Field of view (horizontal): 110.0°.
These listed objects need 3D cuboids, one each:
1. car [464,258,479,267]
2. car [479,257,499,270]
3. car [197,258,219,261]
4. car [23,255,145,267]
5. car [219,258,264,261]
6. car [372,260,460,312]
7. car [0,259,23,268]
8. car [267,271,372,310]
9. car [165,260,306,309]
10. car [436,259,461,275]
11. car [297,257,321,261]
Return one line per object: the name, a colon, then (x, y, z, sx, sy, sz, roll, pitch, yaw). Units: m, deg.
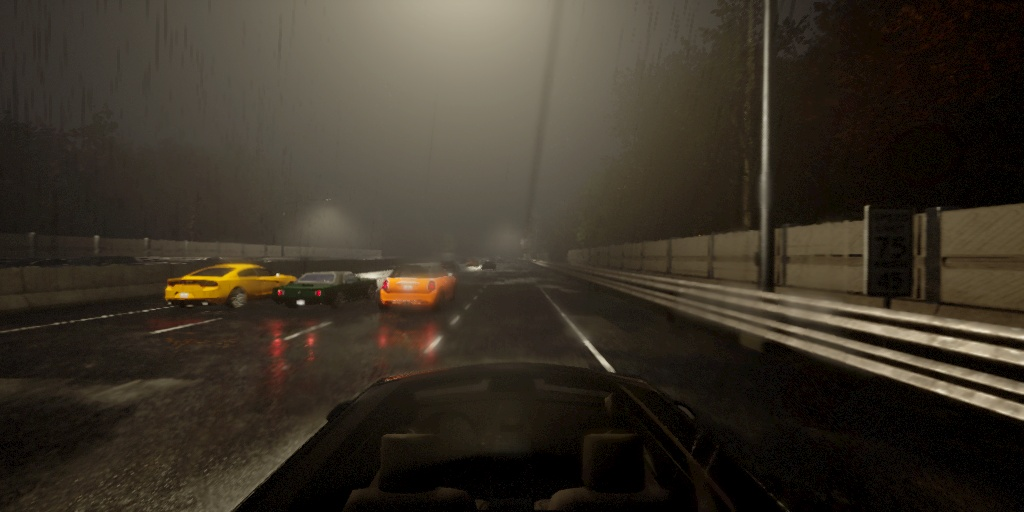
car: (-6.840, 1.137, 63.562, 1.882, 1.535, 5.008, 1, 0, 0)
car: (-3.369, 1.271, 53.309, 1.994, 1.385, 4.181, 1, 0, 0)
car: (-31.442, 0.869, 37.239, 1.994, 1.385, 4.181, 1, 0, 1)
car: (-24.525, 0.753, 21.152, 2.097, 1.767, 4.553, 1, 0, 0)
car: (-27.923, 0.903, 38.494, 2.033, 1.411, 5.357, 1, 0, 2)
car: (-3.473, 1.053, 14.121, 2.097, 1.767, 4.553, 1, 0, 0)
car: (-28.024, 0.859, 21.108, 1.837, 1.490, 4.892, 1, -1, 0)
car: (-6.977, 1.253, 14.074, 1.895, 1.301, 4.718, 1, 0, 0)
car: (-10.474, 1.080, 13.943, 1.882, 1.535, 5.008, 1, 0, 0)
car: (-6.906, 1.161, 39.282, 1.837, 1.490, 4.892, 1, 0, 0)
car: (-24.405, 0.899, 42.542, 2.128, 1.511, 4.902, 1, 0, 0)
